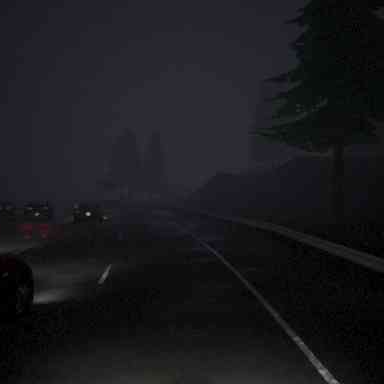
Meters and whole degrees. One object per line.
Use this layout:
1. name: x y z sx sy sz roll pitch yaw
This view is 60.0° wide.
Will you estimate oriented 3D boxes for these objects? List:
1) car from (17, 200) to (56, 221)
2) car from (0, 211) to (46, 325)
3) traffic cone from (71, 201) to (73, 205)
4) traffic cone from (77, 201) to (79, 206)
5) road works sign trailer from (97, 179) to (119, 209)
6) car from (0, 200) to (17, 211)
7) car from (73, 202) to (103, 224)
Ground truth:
1. car: -11.660 1.353 25.638 2.128 1.511 4.902 0 0 -19
2. car: -3.861 1.334 4.228 2.097 1.767 4.553 0 0 -3
3. traffic cone: -17.726 1.672 50.164 0.340 0.580 0.340 0 0 -32
4. traffic cone: -15.630 1.689 46.757 0.340 0.580 0.340 0 0 -32
5. road works sign trailer: -10.699 0.218 41.565 2.380 3.560 2.880 0 0 -32
6. car: -16.979 1.395 30.027 2.033 1.411 5.357 0 0 -24
7. car: -7.414 1.426 23.865 1.994 1.385 4.181 0 0 -16
